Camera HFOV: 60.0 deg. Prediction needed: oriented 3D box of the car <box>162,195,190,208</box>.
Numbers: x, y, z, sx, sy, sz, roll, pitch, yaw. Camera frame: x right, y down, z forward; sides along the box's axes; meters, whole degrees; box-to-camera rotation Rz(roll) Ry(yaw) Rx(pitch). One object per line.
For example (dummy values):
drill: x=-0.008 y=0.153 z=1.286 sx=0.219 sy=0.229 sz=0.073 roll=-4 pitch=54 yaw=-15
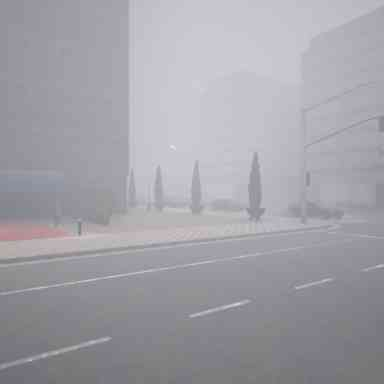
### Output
car: x=-2.822 y=1.351 z=48.113 sx=2.097 sy=1.767 sz=4.553 roll=0 pitch=0 yaw=-35

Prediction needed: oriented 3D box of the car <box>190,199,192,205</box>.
car: x=-1.173 y=1.564 z=51.877 sx=1.994 sy=1.385 sz=4.181 roll=0 pitch=0 yaw=-34

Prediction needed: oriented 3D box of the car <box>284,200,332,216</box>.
car: x=11.593 y=1.564 z=33.568 sx=1.994 sy=1.385 sz=4.181 roll=0 pitch=0 yaw=-35

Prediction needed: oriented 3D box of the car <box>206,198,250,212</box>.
car: x=4.115 y=1.505 z=38.167 sx=1.837 sy=1.490 sz=4.892 roll=0 pitch=0 yaw=-35

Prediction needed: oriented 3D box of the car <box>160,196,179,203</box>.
car: x=-4.736 y=1.600 z=69.582 sx=1.895 sy=1.301 sz=4.718 roll=0 pitch=0 yaw=-34

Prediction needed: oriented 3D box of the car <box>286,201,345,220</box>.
car: x=10.660 y=1.526 z=28.536 sx=1.812 sy=1.442 sz=4.674 roll=0 pitch=0 yaw=-32

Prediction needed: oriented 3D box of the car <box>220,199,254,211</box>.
car: x=5.597 y=1.563 z=42.170 sx=1.994 sy=1.385 sz=4.181 roll=0 pitch=0 yaw=-34

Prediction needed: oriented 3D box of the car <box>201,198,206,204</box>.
car: x=0.921 y=1.564 z=61.417 sx=1.994 sy=1.385 sz=4.181 roll=0 pitch=0 yaw=-34

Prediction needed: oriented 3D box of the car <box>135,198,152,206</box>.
car: x=-8.603 y=1.601 z=56.449 sx=1.895 sy=1.301 sz=4.718 roll=0 pitch=0 yaw=-35
